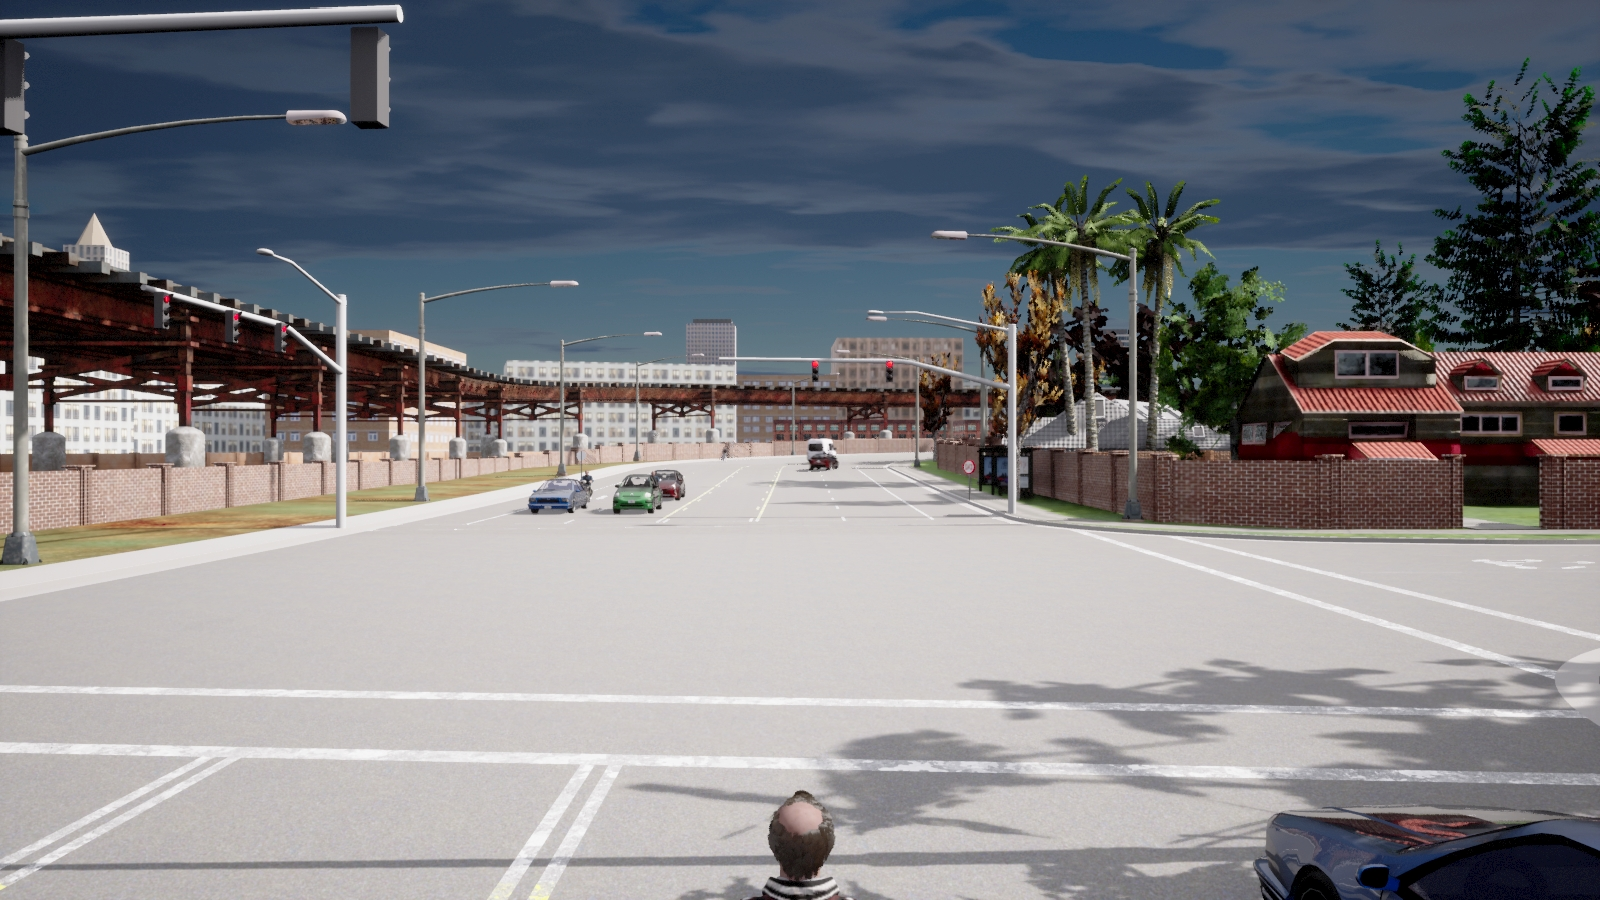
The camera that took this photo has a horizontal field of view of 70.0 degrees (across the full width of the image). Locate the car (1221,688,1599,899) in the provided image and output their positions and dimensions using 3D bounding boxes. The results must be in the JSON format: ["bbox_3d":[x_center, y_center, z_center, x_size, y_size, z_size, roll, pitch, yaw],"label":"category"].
[{"bbox_3d":[3.467,2.106,4.038,2.033,1.411,5.357,0,0,1],"label":"car"}]

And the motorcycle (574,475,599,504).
[{"bbox_3d":[-10.476,1.934,56.002,0.856,1.341,1.805,0,1,1],"label":"motorcycle"}]

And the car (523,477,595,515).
[{"bbox_3d":[-10.533,1.979,50.381,2.033,1.411,5.357,0,1,0],"label":"car"}]

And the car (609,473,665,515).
[{"bbox_3d":[-7.031,1.877,49.699,1.851,1.617,3.988,0,1,0],"label":"car"}]

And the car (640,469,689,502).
[{"bbox_3d":[-7.040,1.800,59.633,2.007,1.525,4.514,0,1,0],"label":"car"}]

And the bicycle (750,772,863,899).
[{"bbox_3d":[0.019,2.048,3.681,0.329,1.496,1.835,0,0,0],"label":"bicycle"}]

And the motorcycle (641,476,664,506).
[{"bbox_3d":[-7.053,1.947,54.746,0.856,1.341,1.805,0,1,0],"label":"motorcycle"}]
